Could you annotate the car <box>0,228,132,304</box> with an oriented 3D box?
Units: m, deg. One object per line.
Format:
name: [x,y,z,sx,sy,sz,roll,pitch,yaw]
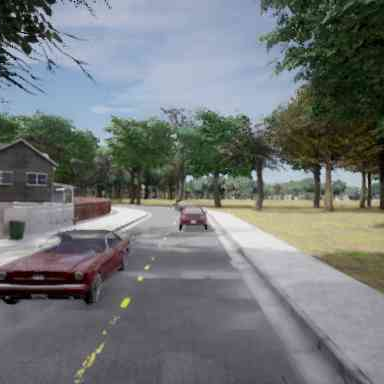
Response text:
car: [-2.849,1.659,8.408,1.895,1.301,4.718,0,0,0]

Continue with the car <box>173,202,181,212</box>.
car: [-1.145,1.908,41.825,1.895,1.301,4.718,1,-1,-14]

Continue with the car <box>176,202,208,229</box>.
car: [0.085,1.684,22.722,1.812,1.442,4.674,0,0,0]
